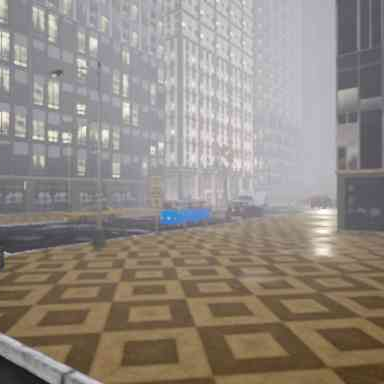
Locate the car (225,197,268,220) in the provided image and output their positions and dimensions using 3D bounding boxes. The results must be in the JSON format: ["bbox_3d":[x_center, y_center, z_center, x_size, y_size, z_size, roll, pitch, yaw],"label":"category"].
[{"bbox_3d":[4.604,1.518,28.965,1.967,1.590,4.097,0,0,37],"label":"car"}]

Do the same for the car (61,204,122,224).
[{"bbox_3d":[-7.739,1.614,26.011,1.752,1.417,4.829,0,0,37],"label":"car"}]

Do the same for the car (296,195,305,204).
[{"bbox_3d":[22.006,1.452,64.689,2.192,1.841,5.009,0,0,37],"label":"car"}]

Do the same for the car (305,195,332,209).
[{"bbox_3d":[18.124,1.413,46.642,2.192,1.841,5.009,0,0,37],"label":"car"}]

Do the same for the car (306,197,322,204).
[{"bbox_3d":[25.387,1.695,69.107,2.008,1.369,4.403,0,0,37],"label":"car"}]

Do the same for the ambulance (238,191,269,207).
[{"bbox_3d":[7.183,1.126,41.086,2.351,2.431,6.366,0,0,37],"label":"ambulance"}]

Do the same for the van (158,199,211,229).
[{"bbox_3d":[-0.338,1.413,22.321,1.690,1.788,3.998,0,0,37],"label":"van"}]

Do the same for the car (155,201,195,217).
[{"bbox_3d":[-1.654,1.676,33.752,1.802,1.307,4.206,0,0,37],"label":"car"}]
